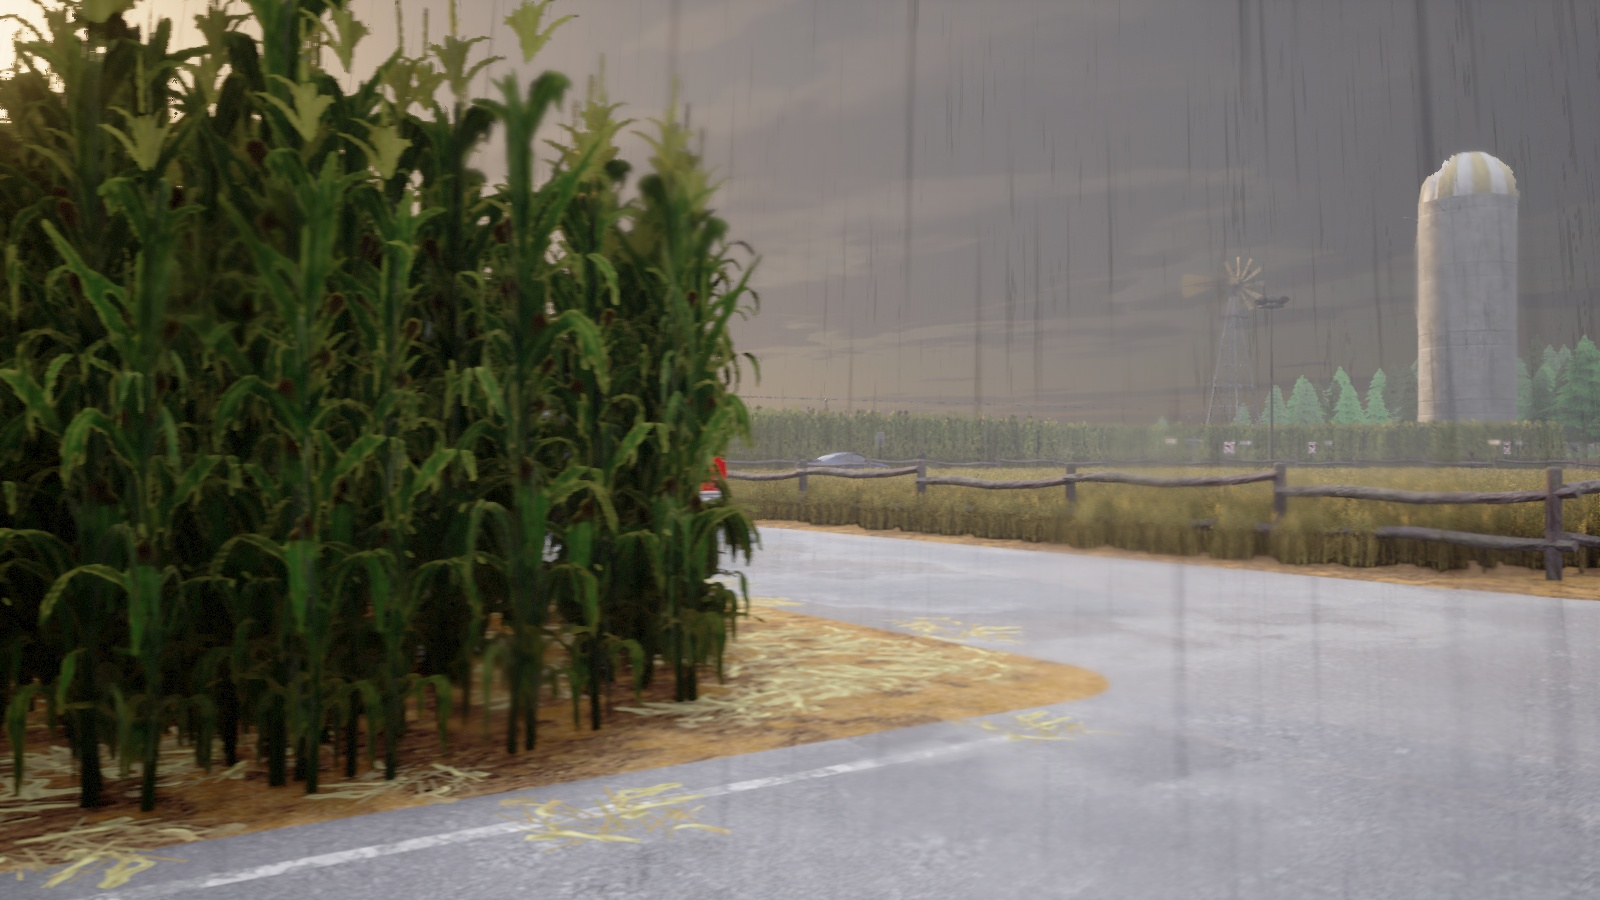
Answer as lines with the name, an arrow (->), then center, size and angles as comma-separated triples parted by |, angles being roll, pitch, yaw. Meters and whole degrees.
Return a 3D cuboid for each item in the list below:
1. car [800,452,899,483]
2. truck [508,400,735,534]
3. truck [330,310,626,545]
car -> 2.421, 0.829, 61.382 | 4.674, 1.442, 1.812 | 0, 0, -34
truck -> -3.850, 0.320, 26.165 | 2.627, 2.467, 5.204 | 0, 0, -35
truck -> -6.657, -0.357, 24.774 | 2.891, 3.827, 8.468 | 0, 0, -35
